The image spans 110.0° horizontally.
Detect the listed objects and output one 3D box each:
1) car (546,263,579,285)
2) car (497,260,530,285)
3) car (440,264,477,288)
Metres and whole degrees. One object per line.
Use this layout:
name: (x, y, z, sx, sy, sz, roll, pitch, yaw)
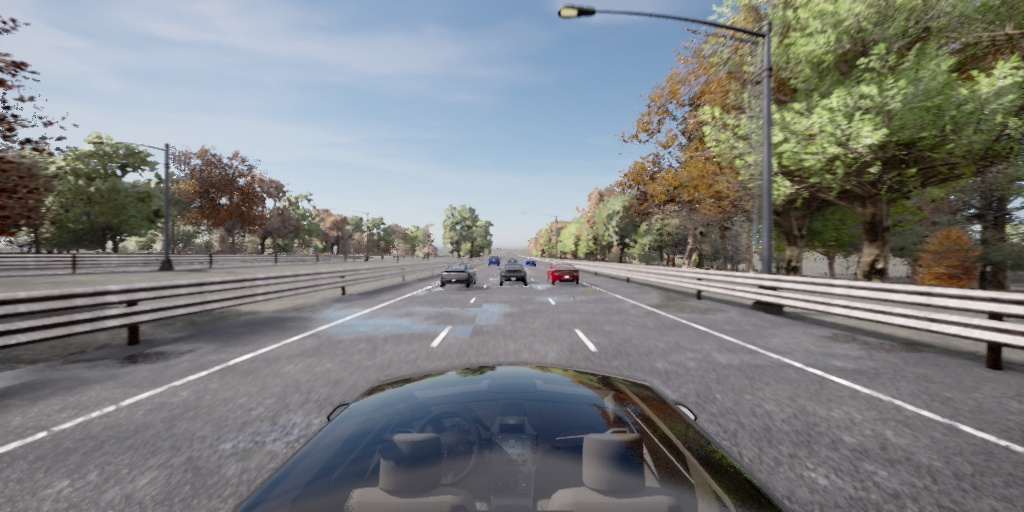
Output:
car: (3.592, 1.220, 25.928, 1.882, 1.535, 5.008, 0, 0, 0)
car: (0.092, 1.247, 25.864, 1.837, 1.490, 4.892, 0, 0, 0)
car: (-3.408, 1.234, 23.447, 2.128, 1.511, 4.902, 0, 0, 0)
